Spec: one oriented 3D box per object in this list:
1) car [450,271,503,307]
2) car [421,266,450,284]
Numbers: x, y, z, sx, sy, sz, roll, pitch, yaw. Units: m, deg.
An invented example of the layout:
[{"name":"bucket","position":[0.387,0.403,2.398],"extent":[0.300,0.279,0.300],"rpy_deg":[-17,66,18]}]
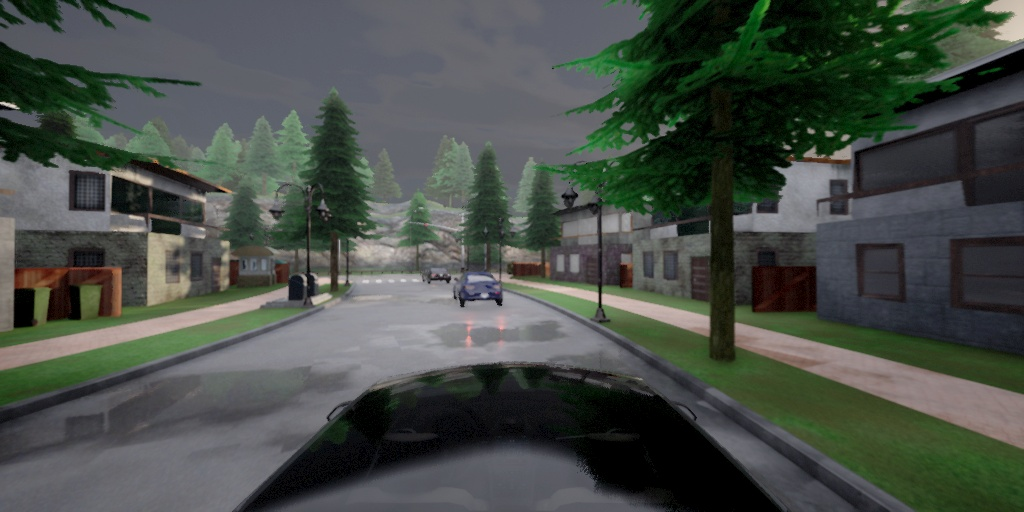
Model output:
[{"name":"car","position":[-1.648,1.419,16.554],"extent":[1.812,1.442,4.674],"rpy_deg":[0,0,-14]},{"name":"car","position":[-6.509,1.582,30.591],"extent":[2.033,1.411,5.357],"rpy_deg":[0,-1,-22]}]
